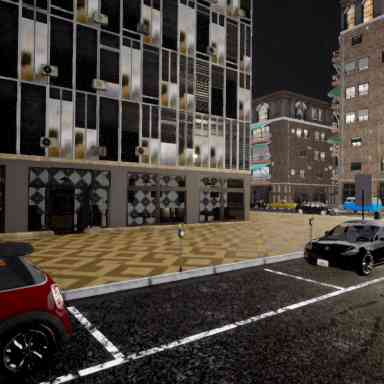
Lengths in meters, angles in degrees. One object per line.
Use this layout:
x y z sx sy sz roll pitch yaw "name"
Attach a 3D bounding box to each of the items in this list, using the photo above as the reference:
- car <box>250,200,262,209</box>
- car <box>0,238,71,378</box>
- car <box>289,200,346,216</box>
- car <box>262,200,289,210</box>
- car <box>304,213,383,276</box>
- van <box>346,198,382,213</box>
9.587 1.865 51.098 1.947 1.339 4.313 0 -1 -35 "car"
-3.717 1.440 3.897 4.097 1.590 1.967 0 1 -35 "car"
12.199 1.620 32.647 2.008 1.369 4.403 0 -1 -35 "car"
12.655 1.787 46.680 1.752 1.417 4.829 0 -1 -35 "car"
5.358 1.567 10.372 4.313 1.339 1.947 0 1 -35 "car"
19.085 1.525 37.426 1.690 1.788 3.998 0 -1 -35 "van"
